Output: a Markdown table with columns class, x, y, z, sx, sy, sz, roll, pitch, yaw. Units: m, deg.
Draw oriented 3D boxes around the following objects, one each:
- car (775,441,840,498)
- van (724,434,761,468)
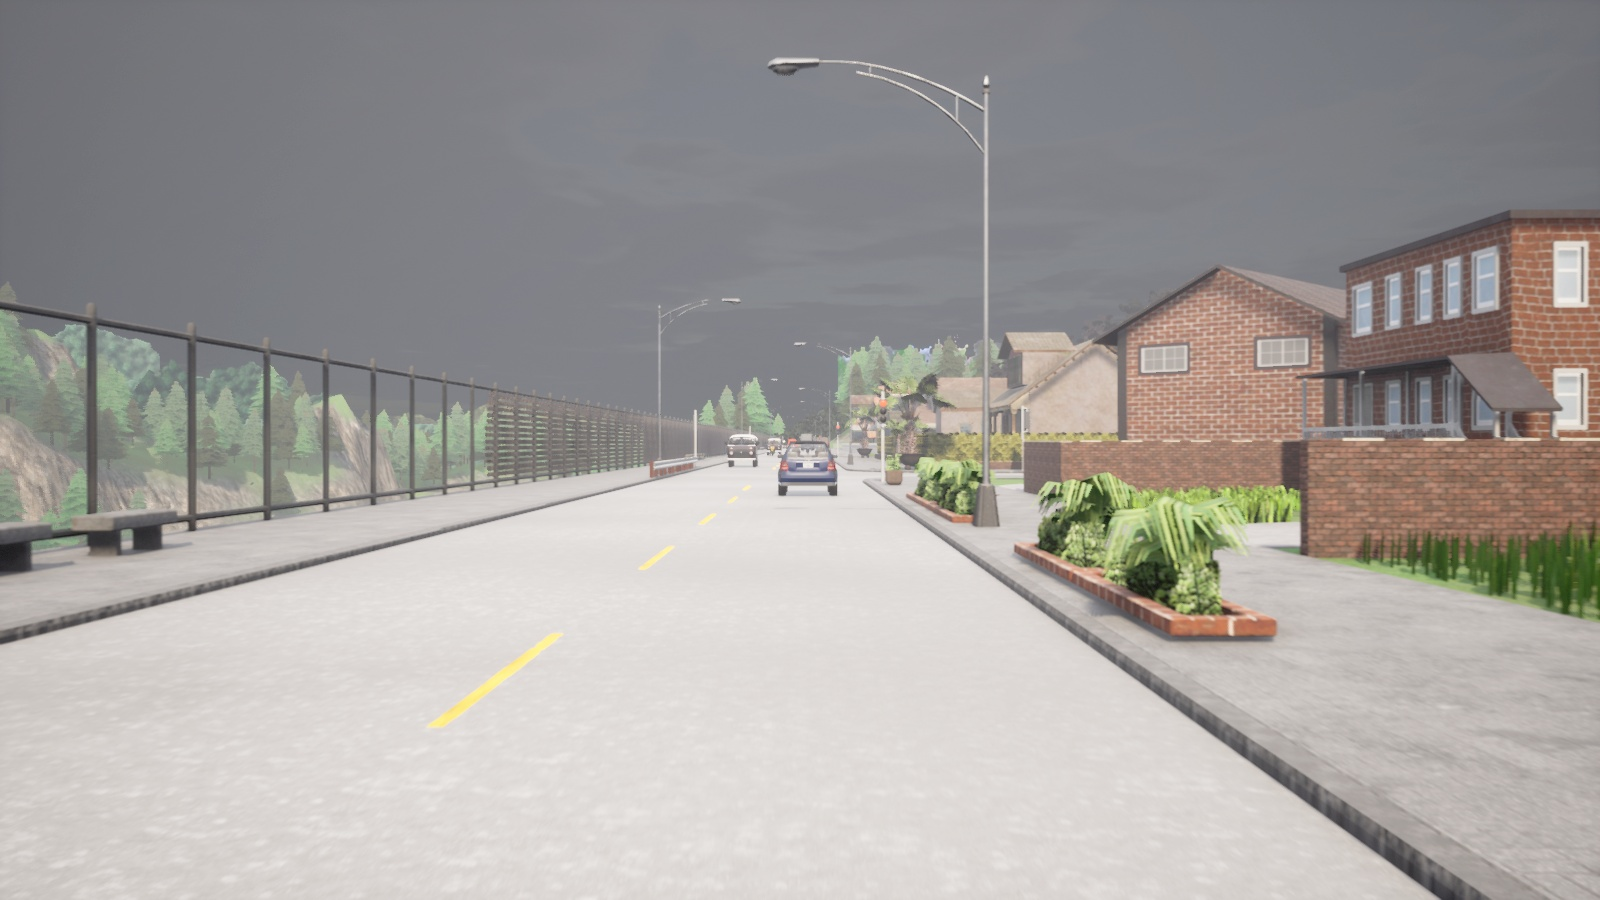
| class | x | y | z | sx | sy | sz | roll | pitch | yaw |
| --- | --- | --- | --- | --- | --- | --- | --- | --- | --- |
| car | 0.222 | 0.521 | 36.308 | 1.789 | 1.549 | 3.705 | 0 | 0 | 0 |
| van | -3.539 | 0.027 | 78.021 | 2.069 | 2.038 | 4.480 | 0 | 0 | 0 |
